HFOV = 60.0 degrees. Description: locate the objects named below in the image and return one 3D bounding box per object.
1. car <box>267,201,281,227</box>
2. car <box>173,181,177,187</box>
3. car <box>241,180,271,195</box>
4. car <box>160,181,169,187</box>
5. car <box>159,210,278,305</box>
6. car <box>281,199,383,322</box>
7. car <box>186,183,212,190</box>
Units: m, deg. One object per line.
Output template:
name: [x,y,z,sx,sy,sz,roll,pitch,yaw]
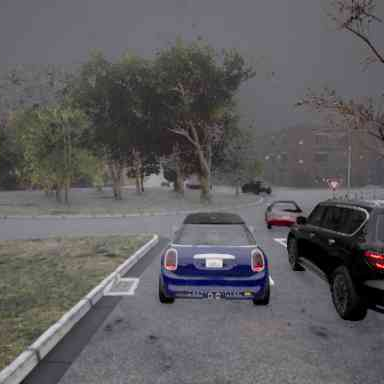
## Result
car: [5.168,1.161,18.552,1.994,1.385,4.181,1,3,13]
car: [-3.776,-1.987,82.816,2.033,1.411,5.357,0,1,-5]
car: [8.851,-0.682,46.325,2.150,2.045,5.566,-1,3,-20]
car: [-6.224,-1.849,76.576,1.837,1.490,4.892,0,1,-7]
car: [0.509,1.264,8.112,2.097,1.767,4.553,0,1,3]
car: [3.692,1.152,7.208,2.150,2.045,5.566,0,0,3]
car: [1.201,-1.007,59.203,4.718,1.301,1.895,3,4,41]
